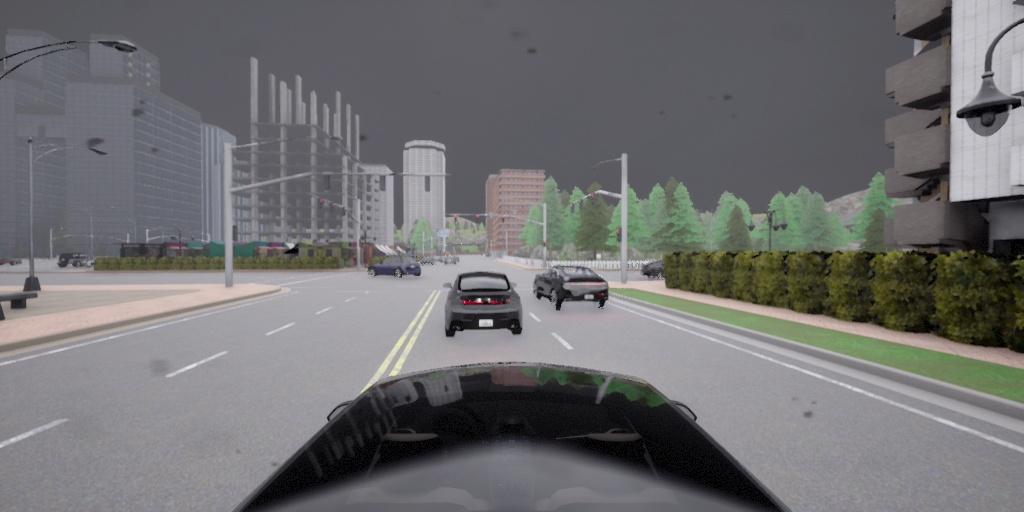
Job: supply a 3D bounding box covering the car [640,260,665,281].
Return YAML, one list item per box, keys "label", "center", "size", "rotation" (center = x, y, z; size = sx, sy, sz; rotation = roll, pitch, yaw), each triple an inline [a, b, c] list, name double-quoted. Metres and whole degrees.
- label: "car"
  center: [12.118, 1.015, 26.747]
  size: [4.892, 1.490, 1.837]
  rotation: [0, 0, -4]

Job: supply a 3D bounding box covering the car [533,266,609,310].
- label: "car"
  center: [2.132, 1.122, 14.175]
  size: [2.128, 1.511, 4.902]
  rotation: [0, 0, -9]

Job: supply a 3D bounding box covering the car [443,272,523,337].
- label: "car"
  center: [-0.867, 1.176, 10.108]
  size: [1.837, 1.490, 4.892]
  rotation: [0, 0, -7]

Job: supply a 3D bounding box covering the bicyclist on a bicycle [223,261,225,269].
- label: "bicyclist on a bicycle"
  center: [-29.555, 0.686, 37.392]
  size: [0.582, 1.620, 1.656]
  rotation: [0, 6, -5]

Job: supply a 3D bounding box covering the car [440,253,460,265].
- label: "car"
  center: [-10.014, 0.713, 58.287]
  size: [2.128, 1.511, 4.902]
  rotation: [0, 1, -6]

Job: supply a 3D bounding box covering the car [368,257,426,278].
- label: "car"
  center: [-9.719, 0.844, 29.520]
  size: [4.553, 1.767, 2.097]
  rotation: [0, 1, 31]

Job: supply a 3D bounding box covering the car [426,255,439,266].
- label: "car"
  center: [-13.447, 0.777, 57.521]
  size: [2.033, 1.411, 5.357]
  rotation: [0, 1, -6]
